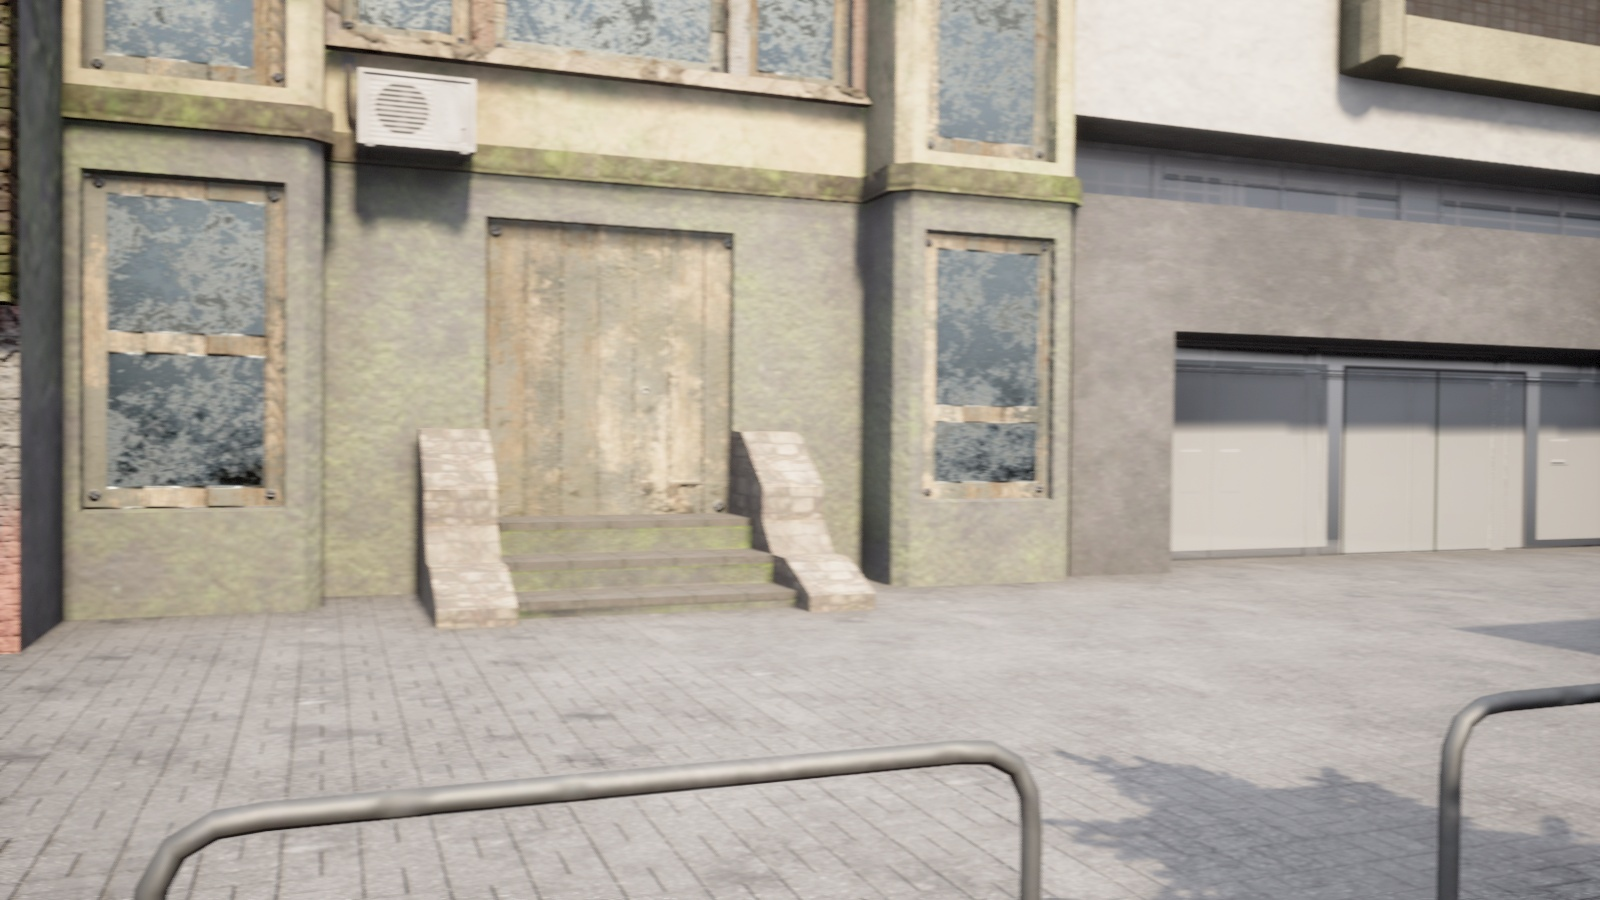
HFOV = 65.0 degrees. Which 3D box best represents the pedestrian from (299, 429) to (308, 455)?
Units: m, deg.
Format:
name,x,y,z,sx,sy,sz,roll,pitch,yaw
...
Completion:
name,x,y,z,sx,sy,sz,roll,pitch,yaw
pedestrian,-35.108,-0.563,88.766,0.594,1.836,0.345,-1,1,-22
